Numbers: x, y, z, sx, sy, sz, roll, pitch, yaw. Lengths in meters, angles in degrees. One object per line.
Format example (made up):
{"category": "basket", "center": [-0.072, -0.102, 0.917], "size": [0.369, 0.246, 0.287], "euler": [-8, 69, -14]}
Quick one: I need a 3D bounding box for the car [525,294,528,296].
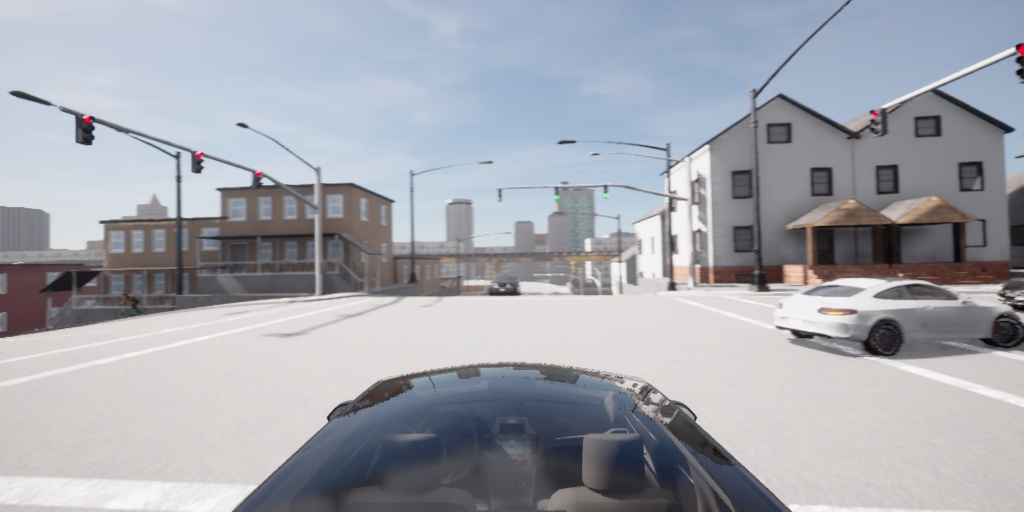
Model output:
{"category": "car", "center": [0.562, 4.734, 39.183], "size": [1.812, 1.442, 4.674], "euler": [-1, -14, 5]}

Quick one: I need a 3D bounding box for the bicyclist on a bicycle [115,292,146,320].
{"category": "bicyclist on a bicycle", "center": [-23.370, 3.036, 21.941], "size": [0.582, 1.620, 1.656], "euler": [-9, -1, 6]}

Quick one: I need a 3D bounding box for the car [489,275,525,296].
{"category": "car", "center": [-0.438, 2.591, 29.252], "size": [2.150, 2.045, 5.566], "euler": [-2, -9, 6]}

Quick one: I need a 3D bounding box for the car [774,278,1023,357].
{"category": "car", "center": [8.235, 1.192, 7.846], "size": [4.674, 1.442, 1.812], "euler": [-1, -2, -8]}

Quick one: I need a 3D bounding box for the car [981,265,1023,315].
{"category": "car", "center": [18.022, 1.000, 10.809], "size": [4.892, 1.490, 1.837], "euler": [-1, -1, 5]}
